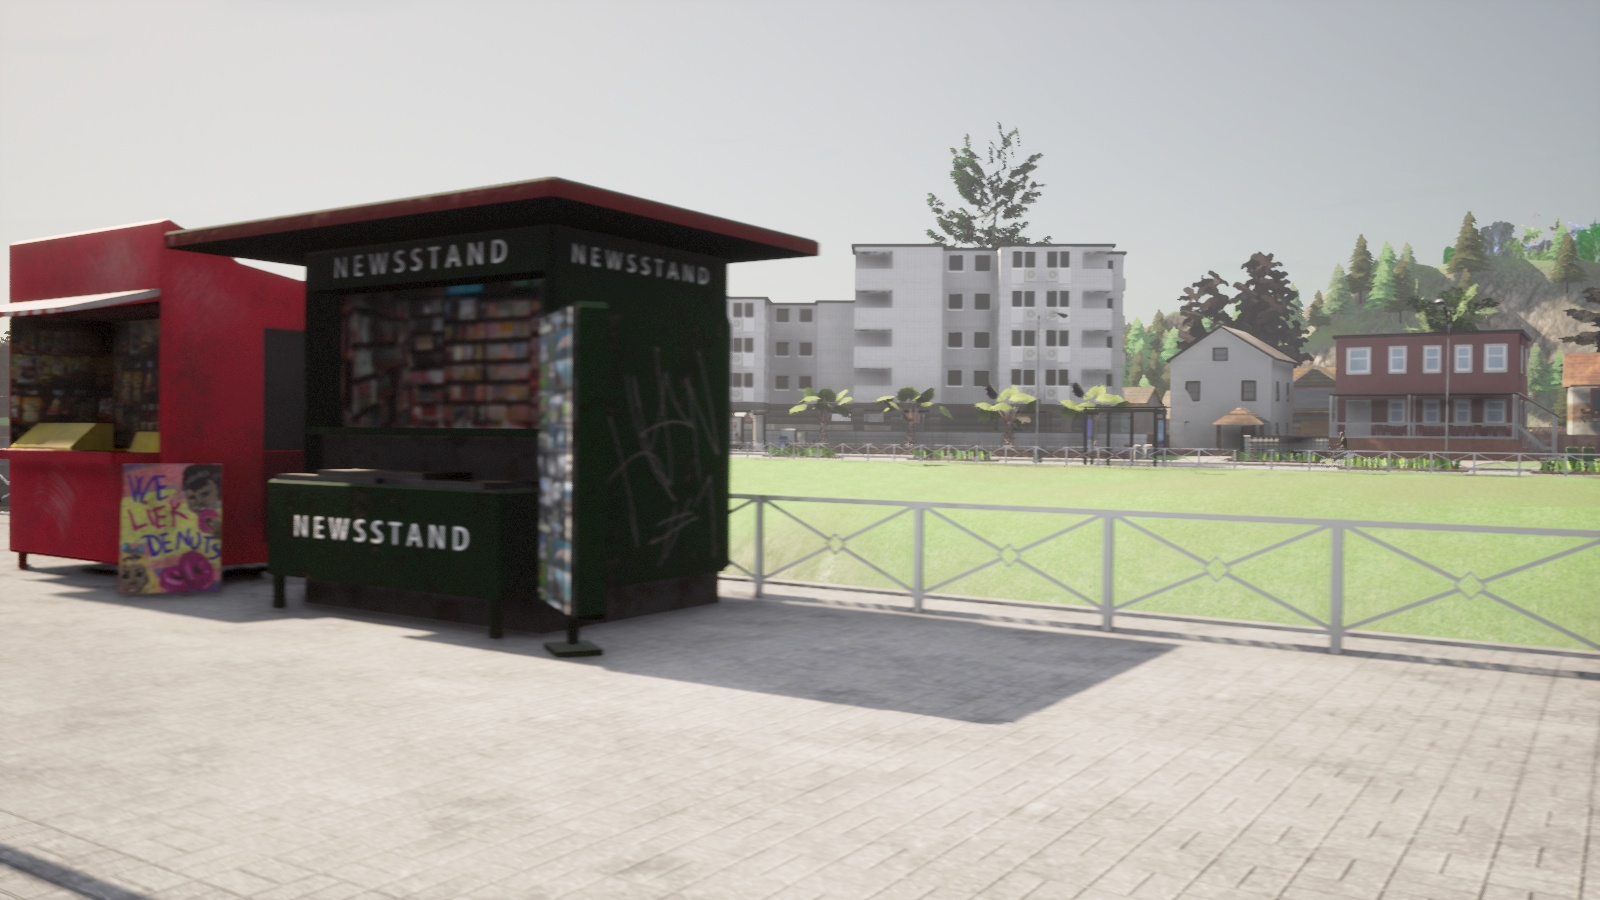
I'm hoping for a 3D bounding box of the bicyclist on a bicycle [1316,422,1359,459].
[{"bbox_3d":[26.099,-0.466,60.952,1.843,1.776,0.659,0,1,34],"label":"bicyclist on a bicycle"}]
